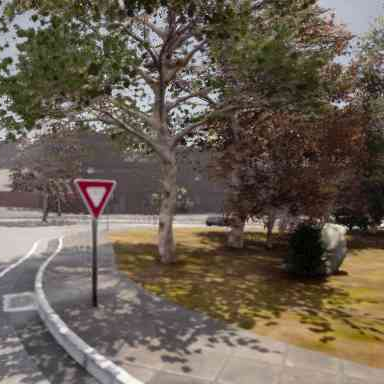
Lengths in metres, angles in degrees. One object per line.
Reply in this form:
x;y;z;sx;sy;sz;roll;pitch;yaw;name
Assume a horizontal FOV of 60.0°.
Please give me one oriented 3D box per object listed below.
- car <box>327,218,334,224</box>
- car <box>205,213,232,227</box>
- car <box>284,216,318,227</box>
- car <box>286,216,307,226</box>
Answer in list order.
23.517;4.709;54.221;5.357;1.411;2.033;3;-3;-39;car
3.302;2.870;33.485;4.181;1.385;1.994;6;-4;-41;car
15.671;4.223;47.808;5.357;1.411;2.033;4;-3;-38;car
14.832;3.877;42.997;5.008;1.535;1.882;5;-4;-39;car
